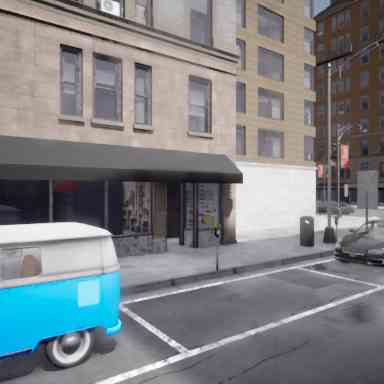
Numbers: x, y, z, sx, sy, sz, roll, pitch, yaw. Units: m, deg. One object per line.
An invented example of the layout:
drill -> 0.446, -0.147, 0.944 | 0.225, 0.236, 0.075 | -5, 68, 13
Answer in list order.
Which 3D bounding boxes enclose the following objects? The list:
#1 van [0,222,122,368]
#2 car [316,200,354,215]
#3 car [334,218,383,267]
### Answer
van -> -2.891, 1.341, 4.128 | 3.998, 1.788, 1.690 | 0, 0, -35
car -> 13.225, 1.480, 31.883 | 1.994, 1.385, 4.181 | 0, 0, -36
car -> 6.335, 1.550, 10.693 | 4.403, 1.369, 2.008 | 0, 0, -35
